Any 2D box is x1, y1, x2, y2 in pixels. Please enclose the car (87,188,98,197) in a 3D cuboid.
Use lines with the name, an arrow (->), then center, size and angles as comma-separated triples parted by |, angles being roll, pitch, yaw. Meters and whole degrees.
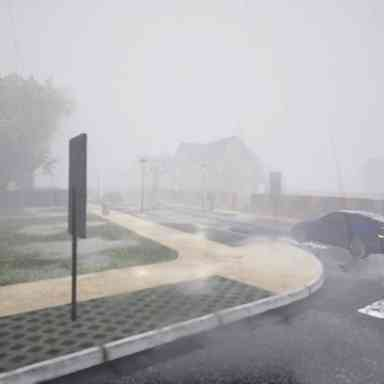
car -> -18.220, 0.118, 60.055 | 1.837, 1.490, 4.892 | 1, 1, -26

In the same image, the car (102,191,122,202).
car -> -10.835, 0.558, 45.170 | 1.994, 1.385, 4.181 | 1, 1, -26

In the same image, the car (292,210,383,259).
car -> 5.625, 1.386, 11.973 | 1.812, 1.442, 4.674 | 2, 1, -20

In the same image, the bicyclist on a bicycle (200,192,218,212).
bicyclist on a bicycle -> 1.411, 0.819, 27.038 | 1.656, 1.620, 0.582 | 0, 1, -26
